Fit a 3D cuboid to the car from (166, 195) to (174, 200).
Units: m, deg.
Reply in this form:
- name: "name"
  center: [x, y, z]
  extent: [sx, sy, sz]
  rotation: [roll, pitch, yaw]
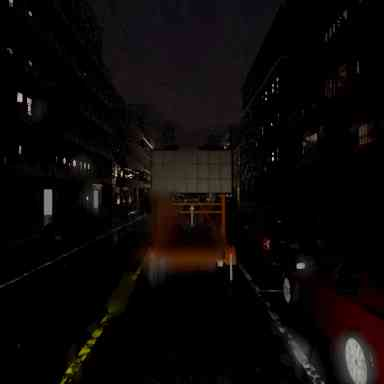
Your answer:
- name: "car"
  center: [-5.816, 1.516, 89.579]
  extent: [1.887, 1.381, 4.507]
  rotation: [0, 0, 0]

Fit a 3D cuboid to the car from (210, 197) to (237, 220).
- name: "car"
  center: [2.654, 1.312, 27.586]
  extent: [2.192, 1.841, 5.009]
  rotation: [0, 0, 0]

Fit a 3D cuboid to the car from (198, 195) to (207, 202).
- name: "car"
  center: [2.580, 1.503, 78.483]
  extent: [1.752, 1.417, 4.829]
  rotation: [0, 0, 0]

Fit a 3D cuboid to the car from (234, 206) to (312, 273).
- name: "car"
  center: [2.677, 1.440, 10.677]
  extent: [1.967, 1.590, 4.097]
  rotation: [0, 0, 0]

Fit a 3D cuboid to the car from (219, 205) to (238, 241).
- name: "car"
  center: [2.669, 1.550, 16.313]
  extent: [2.008, 1.369, 4.403]
  rotation: [0, 0, 0]

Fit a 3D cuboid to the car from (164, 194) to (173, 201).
- name: "car"
  center: [-5.808, 1.414, 83.941]
  extent: [1.967, 1.590, 4.097]
  rotation: [0, 0, 0]

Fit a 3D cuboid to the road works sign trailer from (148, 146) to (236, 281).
- name: "road works sign trailer"
  center: [0.001, 0.464, 9.822]
  extent: [2.380, 3.560, 2.880]
  rotation: [0, 0, 0]

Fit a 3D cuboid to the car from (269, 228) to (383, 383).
- name: "car"
  center: [2.685, 1.545, 5.040]
  extent: [1.887, 1.381, 4.507]
  rotation: [0, 0, 0]

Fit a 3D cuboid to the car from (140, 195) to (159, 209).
- name: "car"
  center: [-5.752, 1.432, 44.487]
  extent: [1.967, 1.590, 4.097]
  rotation: [0, 0, 0]

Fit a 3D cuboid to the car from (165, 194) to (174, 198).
- name: "car"
  center: [-5.799, 1.292, 78.305]
  extent: [2.192, 1.841, 5.009]
  rotation: [0, 0, 0]

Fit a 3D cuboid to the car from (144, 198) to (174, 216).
- name: "car"
  center: [-3.147, 1.560, 32.444]
  extent: [1.994, 1.385, 4.181]
  rotation: [0, 0, 0]

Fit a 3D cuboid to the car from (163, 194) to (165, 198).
- name: "car"
  center: [-5.759, 1.305, 50.124]
  extent: [2.192, 1.841, 5.009]
  rotation: [0, 0, 0]

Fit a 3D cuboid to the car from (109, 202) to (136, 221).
- name: "car"
  center: [-5.728, 1.523, 27.407]
  extent: [1.752, 1.417, 4.829]
  rotation: [0, 0, 0]

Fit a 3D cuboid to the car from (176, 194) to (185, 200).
- name: "car"
  center: [-3.127, 1.193, 89.538]
  extent: [2.150, 2.045, 5.566]
  rotation: [0, 0, 0]

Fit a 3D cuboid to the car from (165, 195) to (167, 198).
- name: "car"
  center: [-5.769, 1.570, 55.760]
  extent: [1.802, 1.307, 4.206]
  rotation: [0, 0, 0]

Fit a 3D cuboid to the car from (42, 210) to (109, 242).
- name: "car"
  center: [-5.712, 1.565, 16.304]
  extent: [1.947, 1.339, 4.313]
  rotation: [0, 0, 0]

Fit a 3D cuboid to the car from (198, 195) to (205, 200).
- name: "car"
  center: [2.564, 1.516, 89.586]
  extent: [1.887, 1.381, 4.507]
  rotation: [0, 0, 0]
